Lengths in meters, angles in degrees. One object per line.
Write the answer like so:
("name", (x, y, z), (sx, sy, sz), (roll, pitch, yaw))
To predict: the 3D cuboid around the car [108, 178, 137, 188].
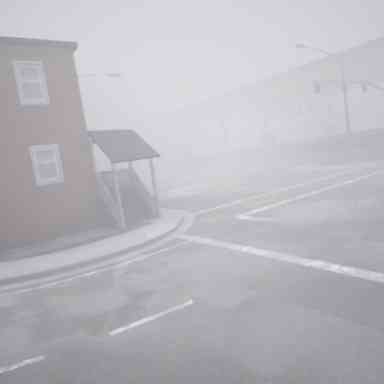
("car", (-7.136, -0.606, 32.983), (1.837, 1.490, 4.892), (-13, 9, -34))
